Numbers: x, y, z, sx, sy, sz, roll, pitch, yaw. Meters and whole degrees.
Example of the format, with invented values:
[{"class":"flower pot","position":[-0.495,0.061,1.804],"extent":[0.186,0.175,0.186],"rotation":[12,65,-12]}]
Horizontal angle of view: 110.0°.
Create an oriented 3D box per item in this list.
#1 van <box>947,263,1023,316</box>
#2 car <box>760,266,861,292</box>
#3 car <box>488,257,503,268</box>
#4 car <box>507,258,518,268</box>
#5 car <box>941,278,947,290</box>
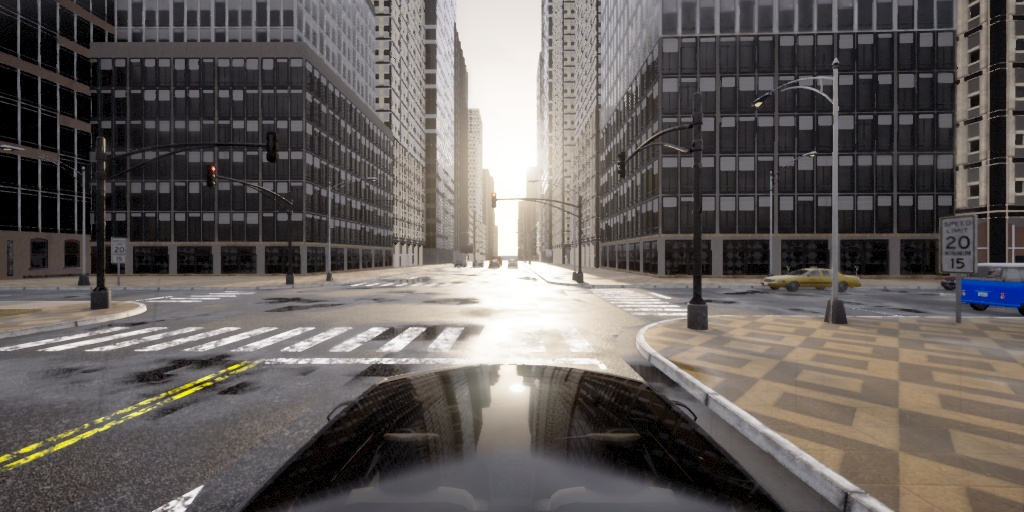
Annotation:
[{"class":"van","position":[18.382,1.119,12.524],"extent":[3.998,1.789,1.690],"rotation":[0,0,2]},{"class":"car","position":[17.131,1.293,20.699],"extent":[4.829,1.417,1.751],"rotation":[0,0,2]},{"class":"car","position":[-3.105,1.385,63.331],"extent":[1.812,1.442,4.674],"rotation":[0,0,0]},{"class":"car","position":[0.146,1.407,63.323],"extent":[2.033,1.411,5.357],"rotation":[0,0,0]},{"class":"car","position":[26.964,1.356,20.190],"extent":[4.207,1.307,1.802],"rotation":[0,0,2]}]
